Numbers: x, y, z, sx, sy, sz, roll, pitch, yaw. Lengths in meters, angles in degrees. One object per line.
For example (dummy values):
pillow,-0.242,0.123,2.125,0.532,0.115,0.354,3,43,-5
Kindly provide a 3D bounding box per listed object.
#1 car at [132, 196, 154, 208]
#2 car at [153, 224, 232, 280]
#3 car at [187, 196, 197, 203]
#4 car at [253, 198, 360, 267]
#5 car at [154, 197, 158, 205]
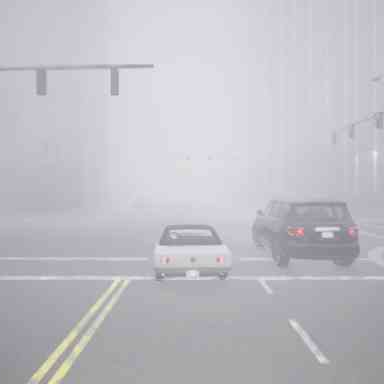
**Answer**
car,-7.083,1.342,46.908,2.097,1.767,4.553,0,0,0
car,-0.118,1.599,9.919,1.895,1.301,4.718,0,0,-4
car,0.009,1.501,69.206,2.128,1.511,4.902,0,0,0
car,3.594,1.220,11.488,2.150,2.045,5.566,0,0,0
car,-7.022,1.535,57.428,2.033,1.411,5.357,0,0,1
